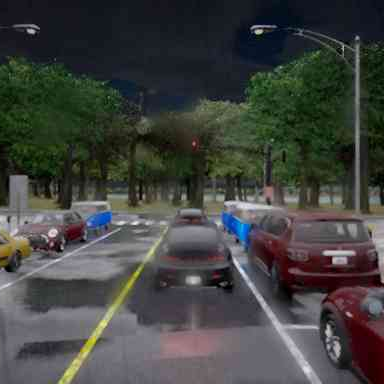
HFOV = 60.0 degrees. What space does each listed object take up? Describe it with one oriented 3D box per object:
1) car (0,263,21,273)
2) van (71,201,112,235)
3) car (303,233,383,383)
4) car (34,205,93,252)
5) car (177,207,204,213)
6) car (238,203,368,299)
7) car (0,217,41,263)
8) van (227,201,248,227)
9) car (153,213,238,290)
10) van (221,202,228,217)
[{"bbox_3d":[-3.007,1.555,1.249,2.033,1.411,5.357,0,0,0],"label":"car"},{"bbox_3d":[-5.876,1.449,19.350,1.690,1.788,3.998,0,0,0],"label":"van"},{"bbox_3d":[2.744,1.457,3.086,1.967,1.590,4.097,0,0,0],"label":"car"},{"bbox_3d":[-5.844,1.518,13.912,1.967,1.590,4.097,0,0,0],"label":"car"},{"bbox_3d":[-0.099,1.611,19.084,1.837,1.490,4.892,0,0,-1],"label":"car"},{"bbox_3d":[2.712,1.362,8.524,2.192,1.841,5.009,0,0,0],"label":"car"},{"bbox_3d":[-5.811,1.572,8.304,1.752,1.417,4.829,0,0,0],"label":"car"},{"bbox_3d":[2.681,1.418,13.962,1.690,1.788,3.998,0,0,0],"label":"van"},{"bbox_3d":[0.023,1.556,9.188,1.837,1.490,4.892,0,0,0],"label":"car"},{"bbox_3d":[2.650,1.449,19.399,1.690,1.788,3.998,0,0,0],"label":"van"}]
